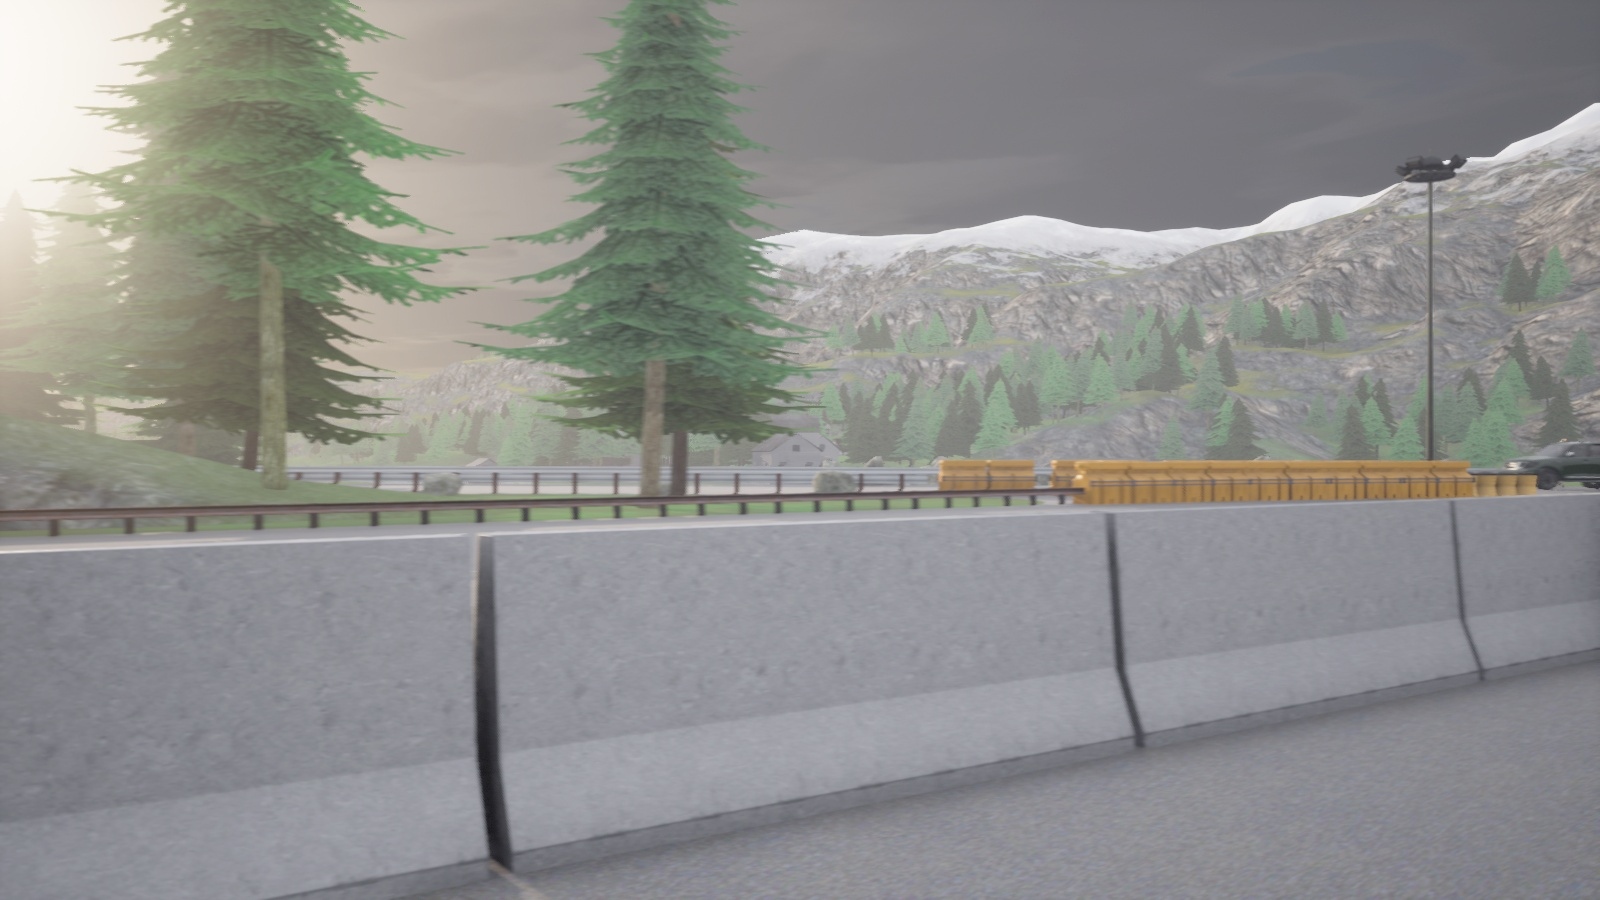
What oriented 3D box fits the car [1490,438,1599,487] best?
[{"bbox_3d":[32.520,0.522,53.062,5.566,2.045,2.150,0,0,-2],"label":"car"}]
